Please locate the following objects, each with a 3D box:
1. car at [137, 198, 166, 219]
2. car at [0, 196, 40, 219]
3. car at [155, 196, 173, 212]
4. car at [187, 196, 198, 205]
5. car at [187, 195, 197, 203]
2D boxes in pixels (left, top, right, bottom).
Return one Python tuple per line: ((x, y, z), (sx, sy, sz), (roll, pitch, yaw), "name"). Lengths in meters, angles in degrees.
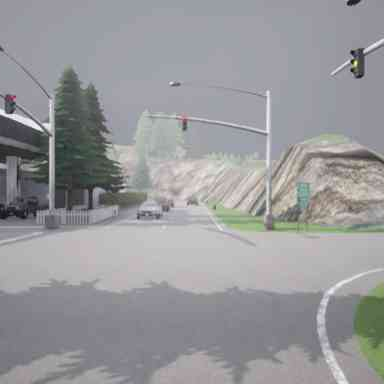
((-3.608, 1.502, 28.933), (1.812, 1.442, 4.674), (0, 0, 0), "car")
((-14.540, 1.290, 28.453), (1.905, 1.878, 3.866), (0, 0, -1), "car")
((-3.608, 1.321, 37.889), (2.097, 1.767, 4.553), (0, 0, 0), "car")
((0.078, 1.502, 55.662), (2.033, 1.411, 5.357), (0, 0, 0), "car")
((-0.042, 1.469, 69.533), (1.812, 1.442, 4.674), (0, 0, -2), "car")
